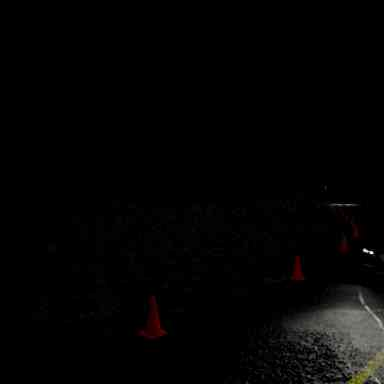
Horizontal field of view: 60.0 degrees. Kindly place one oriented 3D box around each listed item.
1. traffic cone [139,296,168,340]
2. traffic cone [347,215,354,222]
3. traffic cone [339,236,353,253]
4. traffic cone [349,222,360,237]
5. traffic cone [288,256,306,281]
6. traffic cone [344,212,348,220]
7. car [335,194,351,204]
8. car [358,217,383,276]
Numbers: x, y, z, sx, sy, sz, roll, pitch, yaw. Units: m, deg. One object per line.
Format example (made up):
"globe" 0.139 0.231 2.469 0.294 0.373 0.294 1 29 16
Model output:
"traffic cone" -0.614 1.948 5.265 0.340 0.580 0.340 0 0 -41
"traffic cone" 9.882 1.850 20.501 0.340 0.580 0.340 0 1 21
"traffic cone" 5.583 1.905 12.193 0.340 0.580 0.340 0 0 35
"traffic cone" 7.979 1.881 16.186 0.340 0.580 0.340 0 1 27
"traffic cone" 2.703 1.928 8.533 0.340 0.580 0.340 0 0 42
"traffic cone" 11.705 1.814 25.157 0.340 0.580 0.340 0 1 21
"car" 23.745 1.037 52.566 1.837 1.490 4.892 0 1 20
"car" 6.120 1.457 9.534 2.128 1.511 4.902 0 0 36
